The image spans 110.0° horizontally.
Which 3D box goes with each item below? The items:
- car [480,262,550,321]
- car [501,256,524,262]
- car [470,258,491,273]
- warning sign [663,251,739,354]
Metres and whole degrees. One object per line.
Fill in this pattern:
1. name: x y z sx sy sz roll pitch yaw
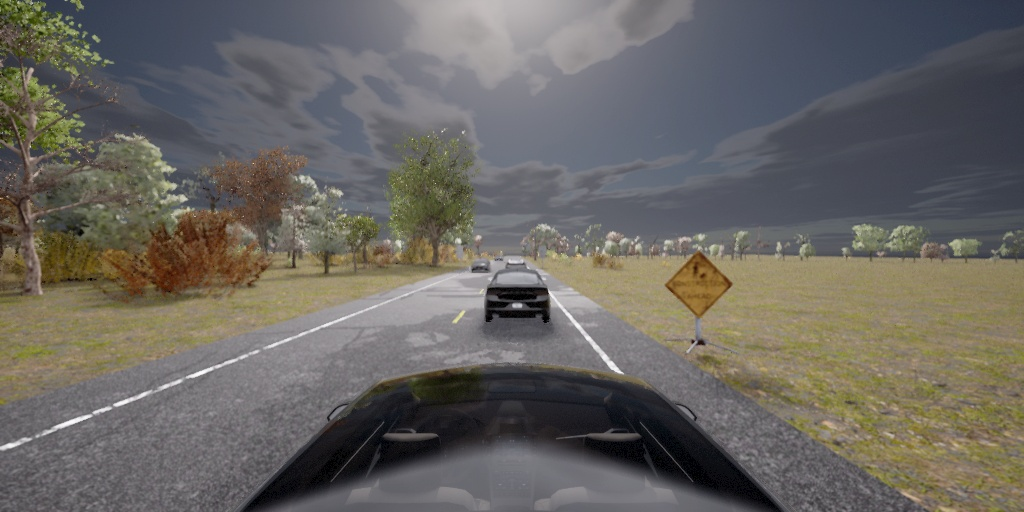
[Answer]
1. car: 0.171 1.147 12.031 1.882 1.535 5.008 0 1 1
2. car: 0.357 1.006 32.282 2.128 1.511 4.902 0 0 1
3. car: -3.278 0.974 38.440 1.837 1.490 4.892 0 0 1
4. warning sign: 3.593 0.825 6.913 1.300 1.860 1.060 0 0 0
